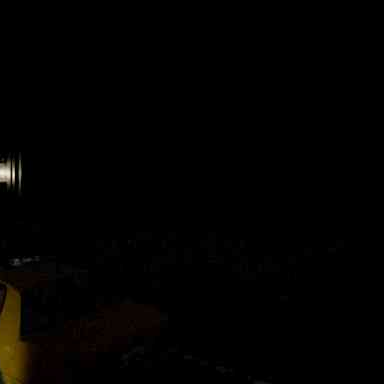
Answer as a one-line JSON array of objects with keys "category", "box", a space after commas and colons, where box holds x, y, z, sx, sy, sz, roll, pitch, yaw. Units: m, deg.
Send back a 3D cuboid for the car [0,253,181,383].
[{"category": "car", "box": [-2.389, 1.526, 4.537, 4.829, 1.417, 1.752, 0, 0, 37]}]
